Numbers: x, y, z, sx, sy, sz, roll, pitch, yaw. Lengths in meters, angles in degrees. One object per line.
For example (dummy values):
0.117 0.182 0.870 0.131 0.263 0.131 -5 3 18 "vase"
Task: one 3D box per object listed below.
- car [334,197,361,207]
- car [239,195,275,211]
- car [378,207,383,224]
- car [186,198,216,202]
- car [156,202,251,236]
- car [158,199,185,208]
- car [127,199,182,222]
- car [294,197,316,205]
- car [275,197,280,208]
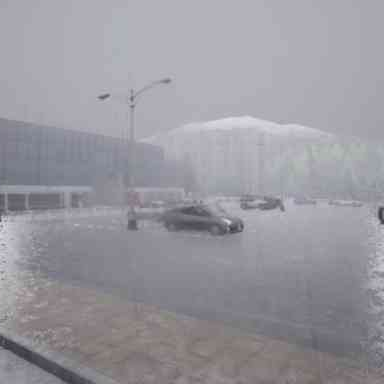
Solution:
24.304 1.600 52.011 3.806 1.475 1.970 0 0 35 "car"
7.767 1.309 41.048 3.866 1.878 1.905 0 0 35 "car"
12.728 1.289 17.995 4.605 1.855 1.932 0 0 35 "car"
0.365 1.385 30.613 5.027 1.636 2.152 0 0 35 "car"
0.547 1.513 18.125 4.514 1.523 2.007 0 0 35 "car"
-3.382 1.858 55.921 1.895 1.301 4.718 0 0 36 "car"
-3.084 1.463 25.191 3.806 1.475 1.970 0 0 35 "car"
19.976 1.606 58.735 3.633 1.501 1.845 0 0 35 "car"
9.112 1.330 43.657 4.605 1.855 1.932 0 0 35 "car"
